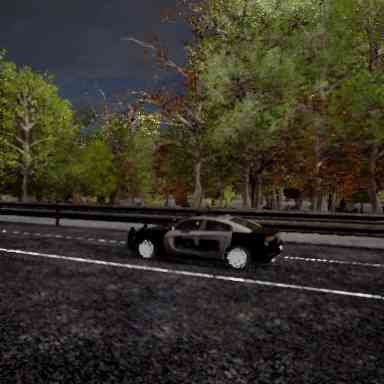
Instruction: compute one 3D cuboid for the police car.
[{"bbox_3d":[0.286,1.403,10.897,5.238,1.638,1.930,0,0,25],"label":"police car"}]
